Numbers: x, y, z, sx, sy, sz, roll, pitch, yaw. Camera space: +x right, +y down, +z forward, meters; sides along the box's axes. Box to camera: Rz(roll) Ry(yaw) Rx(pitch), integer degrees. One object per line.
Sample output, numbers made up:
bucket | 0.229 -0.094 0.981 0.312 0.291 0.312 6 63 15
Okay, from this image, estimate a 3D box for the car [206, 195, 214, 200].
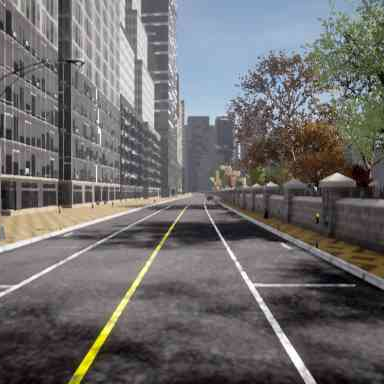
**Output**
car | 4.748 1.554 89.602 1.837 1.490 4.892 0 0 3
